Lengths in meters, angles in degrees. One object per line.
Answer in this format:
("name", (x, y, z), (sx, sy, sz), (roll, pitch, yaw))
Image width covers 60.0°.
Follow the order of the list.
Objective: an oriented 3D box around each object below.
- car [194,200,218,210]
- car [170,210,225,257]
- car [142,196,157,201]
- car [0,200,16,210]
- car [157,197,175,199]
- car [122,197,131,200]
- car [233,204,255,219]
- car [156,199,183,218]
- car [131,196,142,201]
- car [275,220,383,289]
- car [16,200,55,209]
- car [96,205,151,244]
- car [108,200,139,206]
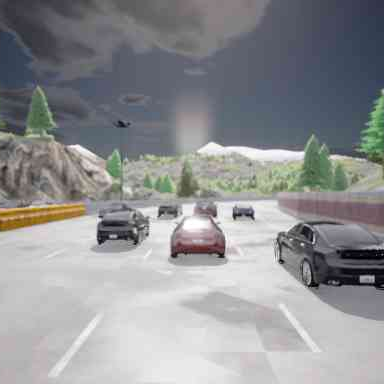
("car", (1.413, 1.527, 32.291), (2.097, 1.767, 4.553), (0, 0, 7))
("car", (0.229, 1.636, 13.244), (1.994, 1.385, 4.181), (0, 0, 1))
("car", (-8.821, 1.866, 75.500), (1.882, 1.535, 5.008), (0, 0, 21))
("car", (-19.362, 1.681, 36.720), (2.128, 1.511, 4.902), (0, 0, 8))
("car", (-5.267, 1.875, 74.966), (1.882, 1.535, 5.008), (0, 0, 21))
("car", (-14.775, 1.870, 79.425), (1.882, 1.535, 5.008), (0, 0, 21))
("car", (4.732, 1.770, 30.940), (1.895, 1.301, 4.718), (0, 0, 7))
("car", (-2.073, 1.680, 32.686), (1.837, 1.490, 4.892), (0, 0, 7))
("car", (-11.595, 1.749, 77.967), (2.097, 1.767, 4.553), (0, 0, 21))
("car", (3.671, 1.558, 9.316), (1.837, 1.490, 4.892), (0, 0, 1))
("car", (-16.042, 1.708, 35.247), (1.812, 1.442, 4.674), (0, 0, 8))
("car", (-3.221, 1.592, 16.232), (1.837, 1.490, 4.892), (0, 0, 1))
("car", (-6.144, 1.694, 27.776), (2.033, 1.411, 5.357), (0, 0, 5))
